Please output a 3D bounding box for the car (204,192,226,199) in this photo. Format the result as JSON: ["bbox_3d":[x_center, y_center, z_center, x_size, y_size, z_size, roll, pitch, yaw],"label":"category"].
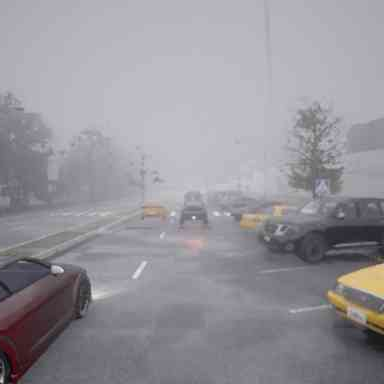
[{"bbox_3d":[5.147,0.765,74.636,4.674,1.452,2.002,0,1,-20],"label":"car"}]

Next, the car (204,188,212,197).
[{"bbox_3d":[5.104,0.814,50.742,5.566,2.045,2.435,1,1,-20],"label":"car"}]

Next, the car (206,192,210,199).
[{"bbox_3d":[5.117,1.097,47.776,4.892,1.521,2.231,1,0,-20],"label":"car"}]

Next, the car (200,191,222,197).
[{"bbox_3d":[4.992,0.447,86.502,5.366,1.575,1.946,0,2,-20],"label":"car"}]

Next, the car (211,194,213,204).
[{"bbox_3d":[5.108,1.229,38.830,4.674,1.452,2.002,1,0,-20],"label":"car"}]

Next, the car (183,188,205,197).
[{"bbox_3d":[0.147,0.903,40.728,2.150,2.045,5.566,0,1,0],"label":"car"}]

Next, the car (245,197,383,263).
[{"bbox_3d":[5.061,1.202,11.789,5.566,2.045,2.435,1,1,-20],"label":"car"}]

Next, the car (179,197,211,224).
[{"bbox_3d":[0.126,1.363,23.744,1.837,1.490,4.892,0,1,0],"label":"car"}]

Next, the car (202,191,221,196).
[{"bbox_3d":[5.195,0.405,89.564,4.792,1.488,2.163,0,1,-20],"label":"car"}]

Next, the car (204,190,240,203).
[{"bbox_3d":[5.162,0.752,56.738,5.566,2.045,2.435,1,0,-20],"label":"car"}]

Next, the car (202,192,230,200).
[{"bbox_3d":[4.973,0.831,68.595,5.366,1.575,1.946,0,1,-20],"label":"car"}]

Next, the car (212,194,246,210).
[{"bbox_3d":[5.084,1.250,35.812,4.792,1.488,2.163,1,1,-20],"label":"car"}]

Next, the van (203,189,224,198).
[{"bbox_3d":[5.050,0.438,77.563,4.442,1.987,1.878,0,2,-20],"label":"van"}]

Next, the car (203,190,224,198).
[{"bbox_3d":[5.131,0.470,80.591,4.553,1.767,2.185,0,1,-20],"label":"car"}]

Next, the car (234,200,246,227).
[{"bbox_3d":[5.262,1.403,17.883,5.366,1.575,1.946,1,0,-20],"label":"car"}]

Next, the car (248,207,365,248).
[{"bbox_3d":[5.091,1.469,14.810,4.674,1.452,2.002,1,1,-20],"label":"car"}]

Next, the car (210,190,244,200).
[{"bbox_3d":[5.088,1.032,41.801,4.553,1.767,2.185,1,0,-20],"label":"car"}]

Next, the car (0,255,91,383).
[{"bbox_3d":[-2.895,1.559,4.640,1.994,1.385,4.181,0,0,0],"label":"car"}]

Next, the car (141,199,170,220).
[{"bbox_3d":[-2.871,1.304,26.619,1.882,1.535,5.008,0,1,0],"label":"car"}]

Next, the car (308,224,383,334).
[{"bbox_3d":[4.905,1.474,5.736,5.366,1.575,1.946,1,1,-20],"label":"car"}]

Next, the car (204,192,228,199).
[{"bbox_3d":[5.175,0.815,71.665,4.792,1.488,2.163,0,1,-20],"label":"car"}]

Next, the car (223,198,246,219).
[{"bbox_3d":[5.071,1.374,23.806,4.792,1.488,2.163,1,1,-20],"label":"car"}]

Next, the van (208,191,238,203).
[{"bbox_3d":[5.024,0.808,53.695,4.442,1.987,1.878,1,1,-20],"label":"van"}]
